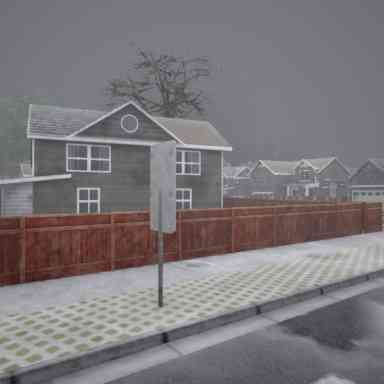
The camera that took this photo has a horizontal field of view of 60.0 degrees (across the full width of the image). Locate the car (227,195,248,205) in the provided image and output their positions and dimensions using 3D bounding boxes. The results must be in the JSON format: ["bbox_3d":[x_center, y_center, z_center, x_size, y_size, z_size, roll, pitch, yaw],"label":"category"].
[{"bbox_3d":[6.218,1.207,41.857,2.097,1.767,4.553,0,0,-26],"label":"car"}]
